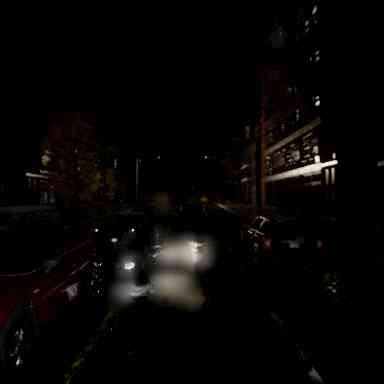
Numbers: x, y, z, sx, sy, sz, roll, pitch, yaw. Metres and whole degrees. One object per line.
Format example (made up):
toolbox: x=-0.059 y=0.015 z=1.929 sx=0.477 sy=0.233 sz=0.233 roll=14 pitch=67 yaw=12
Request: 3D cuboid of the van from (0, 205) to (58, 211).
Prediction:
van: x=-5.675 y=1.348 z=10.679 sx=1.690 sy=1.788 sz=3.998 roll=1 pitch=0 yaw=0

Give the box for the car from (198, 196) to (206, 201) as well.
car: x=2.690 y=1.647 z=90.354 sx=1.802 sy=1.307 sz=4.206 roll=1 pitch=0 yaw=0

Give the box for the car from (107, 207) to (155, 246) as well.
car: x=-3.081 y=1.610 z=15.426 sx=1.895 sy=1.301 sz=4.718 roll=0 pitch=0 yaw=0

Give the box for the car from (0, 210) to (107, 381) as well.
car: x=-3.089 y=1.355 z=5.426 sx=2.097 sy=1.767 sz=4.553 roll=0 pitch=0 yaw=0

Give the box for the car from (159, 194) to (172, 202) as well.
car: x=-5.684 y=1.485 z=67.545 sx=1.967 sy=1.590 sz=4.097 roll=1 pitch=0 yaw=0

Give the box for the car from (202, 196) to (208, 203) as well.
car: x=2.693 y=1.575 z=73.464 sx=1.752 sy=1.417 sz=4.829 roll=1 pitch=0 yaw=0

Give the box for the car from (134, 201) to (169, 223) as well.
car: x=-3.057 y=1.616 z=25.676 sx=1.895 sy=1.301 sz=4.718 roll=0 pitch=0 yaw=0

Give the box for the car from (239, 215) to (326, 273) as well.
car: x=2.703 y=1.446 z=10.741 sx=1.967 sy=1.590 sz=4.097 roll=1 pitch=0 yaw=0

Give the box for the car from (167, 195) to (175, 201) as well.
car: x=-5.689 y=1.631 z=90.292 sx=1.947 sy=1.339 sz=4.313 roll=1 pitch=0 yaw=0

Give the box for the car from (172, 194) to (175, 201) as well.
car: x=-5.688 y=1.620 z=78.919 sx=1.947 sy=1.339 sz=4.313 roll=1 pitch=0 yaw=0

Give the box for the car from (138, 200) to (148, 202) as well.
car: x=-5.683 y=1.607 z=39.112 sx=1.802 sy=1.307 sz=4.206 roll=1 pitch=0 yaw=0

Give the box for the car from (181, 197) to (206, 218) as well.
car: x=0.032 y=1.496 z=30.767 sx=1.882 sy=1.535 sz=5.008 roll=0 pitch=0 yaw=1
